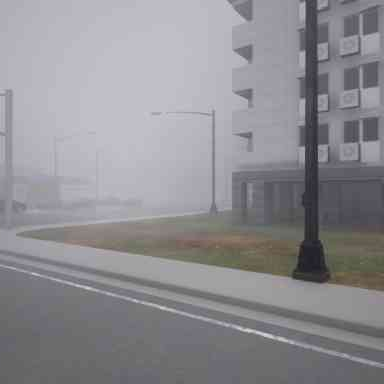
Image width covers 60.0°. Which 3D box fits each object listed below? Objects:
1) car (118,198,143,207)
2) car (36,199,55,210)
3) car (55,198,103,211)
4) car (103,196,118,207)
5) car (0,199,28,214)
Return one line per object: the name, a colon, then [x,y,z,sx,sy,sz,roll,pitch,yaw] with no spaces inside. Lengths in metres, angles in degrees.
car: [-9.448,1.601,52.549,1.895,1.301,4.718,0,0,14]
car: [-17.589,1.564,42.495,1.994,1.385,4.181,0,0,31]
car: [-14.073,1.492,41.577,2.128,1.511,4.902,0,0,30]
car: [-13.120,1.478,52.456,1.882,1.535,5.008,0,0,15]
car: [-19.373,1.478,33.718,1.882,1.535,5.008,0,0,36]
